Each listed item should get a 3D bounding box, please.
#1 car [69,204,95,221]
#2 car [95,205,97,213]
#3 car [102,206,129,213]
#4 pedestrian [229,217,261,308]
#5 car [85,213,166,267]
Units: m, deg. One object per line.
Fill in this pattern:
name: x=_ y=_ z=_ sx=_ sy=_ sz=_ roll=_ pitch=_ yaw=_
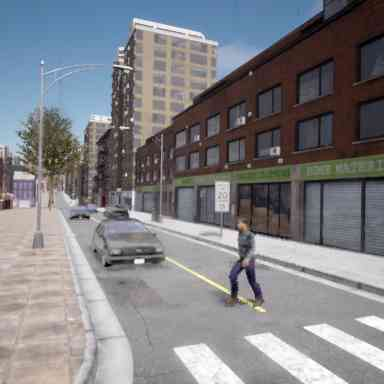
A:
car: x=-11.434 y=2.087 z=33.731 sx=2.033 sy=1.411 sz=5.357 roll=1 pitch=-2 yaw=-22
car: x=-16.227 y=2.549 z=52.924 sx=2.033 sy=1.411 sz=5.357 roll=1 pitch=-2 yaw=-22
car: x=-7.115 y=2.030 z=30.964 sx=1.837 sy=1.490 sz=4.892 roll=1 pitch=-2 yaw=-22
pedestrian: x=1.065 y=1.384 z=6.703 sx=0.375 sy=1.860 sz=0.375 roll=1 pitch=0 yaw=-23
car: x=-2.565 y=1.698 z=12.298 sx=2.033 sy=1.411 sz=5.357 roll=1 pitch=-1 yaw=-22
